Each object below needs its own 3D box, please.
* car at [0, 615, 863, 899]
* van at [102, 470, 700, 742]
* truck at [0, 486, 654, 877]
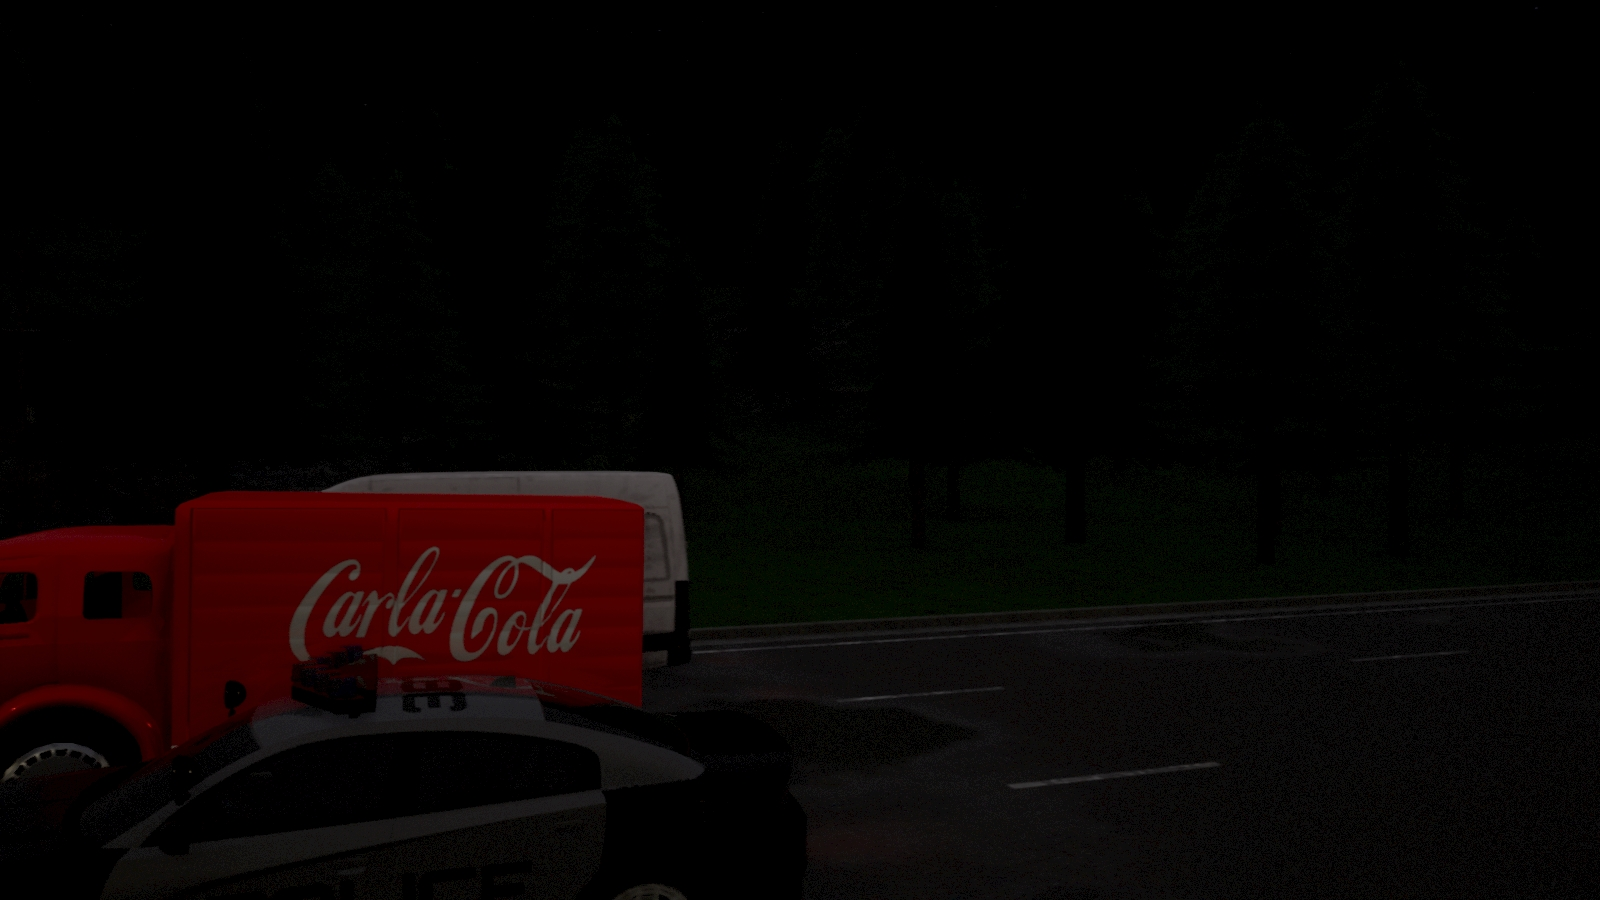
[{"bbox_3d":[-2.481,1.982,6.240,5.238,1.638,2.097,0,0,-20],"label":"car"},{"bbox_3d":[-4.253,1.534,12.915,5.915,2.561,1.988,0,0,-19],"label":"van"},{"bbox_3d":[-4.056,1.583,9.275,5.204,2.467,2.627,1,0,-20],"label":"truck"}]
